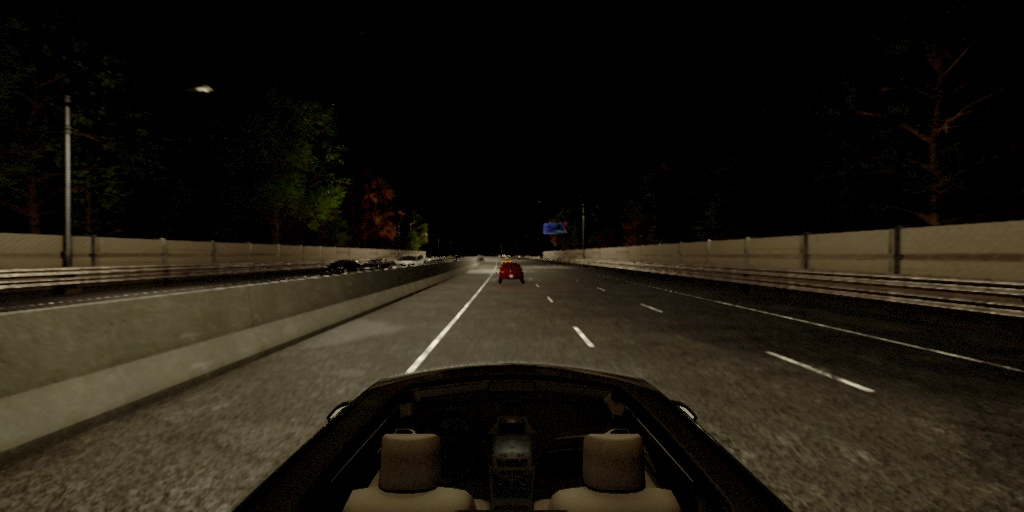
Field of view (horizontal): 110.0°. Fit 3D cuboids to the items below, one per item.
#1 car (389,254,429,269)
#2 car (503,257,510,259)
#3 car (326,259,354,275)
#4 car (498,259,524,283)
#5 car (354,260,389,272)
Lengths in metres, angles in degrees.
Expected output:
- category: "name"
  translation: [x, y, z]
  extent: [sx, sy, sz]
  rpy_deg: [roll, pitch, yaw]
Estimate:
- category: "car"
  translation: [-10.917, 0.856, 38.526]
  extent: [2.150, 2.045, 5.566]
  rpy_deg: [0, 0, -1]
- category: "car"
  translation: [-0.900, 0.996, 60.586]
  extent: [1.801, 1.575, 5.366]
  rpy_deg: [0, 0, -1]
- category: "car"
  translation: [-17.913, 1.123, 38.181]
  extent: [1.882, 1.535, 5.008]
  rpy_deg: [0, 0, -1]
- category: "car"
  translation: [-0.060, 1.189, 26.709]
  extent: [1.812, 1.442, 4.674]
  rpy_deg: [0, 0, 0]
- category: "car"
  translation: [-14.409, 1.133, 37.994]
  extent: [2.128, 1.511, 4.902]
  rpy_deg: [0, 0, -1]
